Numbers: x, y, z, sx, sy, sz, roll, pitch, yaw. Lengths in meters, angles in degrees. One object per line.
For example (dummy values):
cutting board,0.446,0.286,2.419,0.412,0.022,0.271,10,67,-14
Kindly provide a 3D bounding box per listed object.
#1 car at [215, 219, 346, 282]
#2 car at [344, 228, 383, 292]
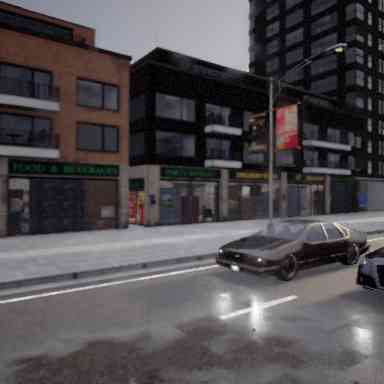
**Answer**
car,3.262,1.545,10.002,5.357,1.411,2.033,0,0,-36
car,5.677,1.562,7.734,4.181,1.385,1.994,0,0,-35
